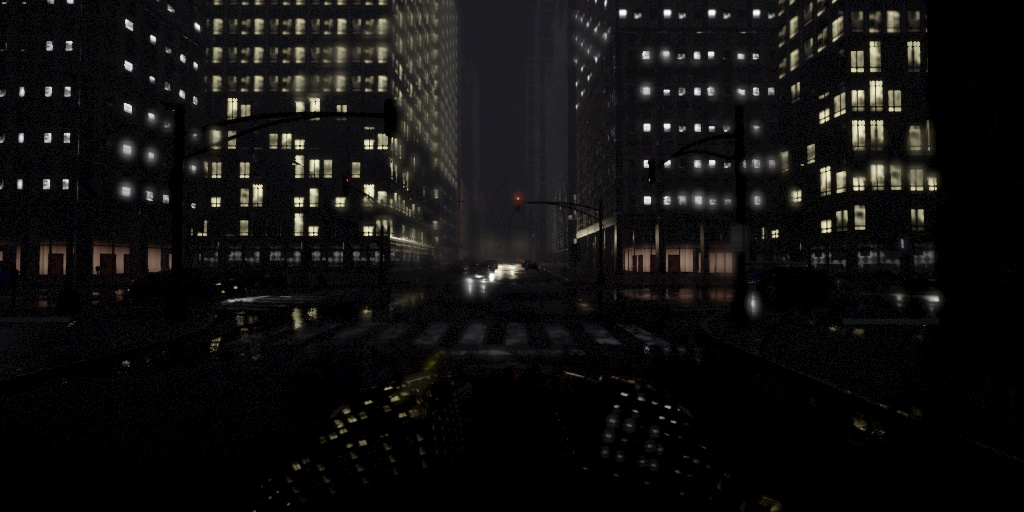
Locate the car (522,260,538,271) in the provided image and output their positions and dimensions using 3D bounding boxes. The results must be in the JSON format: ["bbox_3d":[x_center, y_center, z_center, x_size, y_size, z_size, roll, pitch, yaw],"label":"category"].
[{"bbox_3d":[2.669,1.350,48.792,1.802,1.307,4.207,0,0,0],"label":"car"}]

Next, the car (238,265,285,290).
[{"bbox_3d":[-16.502,1.255,22.134,4.097,1.591,1.967,0,0,0],"label":"car"}]

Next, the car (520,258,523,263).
[{"bbox_3d":[2.665,1.298,60.118,1.751,1.417,4.829,0,0,0],"label":"car"}]

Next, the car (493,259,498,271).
[{"bbox_3d":[-3.119,1.367,44.407,1.895,1.301,4.718,0,0,0],"label":"car"}]

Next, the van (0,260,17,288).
[{"bbox_3d":[-33.447,1.132,22.164,3.998,1.789,1.690,0,0,0],"label":"van"}]

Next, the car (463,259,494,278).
[{"bbox_3d":[-3.117,1.310,34.497,2.033,1.411,5.357,0,0,0],"label":"car"}]

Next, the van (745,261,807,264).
[{"bbox_3d":[15.972,1.210,22.075,3.998,1.789,1.690,0,0,0],"label":"van"}]

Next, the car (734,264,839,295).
[{"bbox_3d":[14.865,1.321,19.503,4.892,1.490,1.837,0,-1,0],"label":"car"}]

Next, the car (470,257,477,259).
[{"bbox_3d":[-5.712,1.083,48.726,2.192,1.841,5.009,0,0,0],"label":"car"}]

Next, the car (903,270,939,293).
[{"bbox_3d":[24.345,1.313,19.482,5.008,1.535,1.882,0,-1,0],"label":"car"}]

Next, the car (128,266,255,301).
[{"bbox_3d":[-14.743,1.270,16.448,4.181,1.385,1.994,0,-1,-2],"label":"car"}]

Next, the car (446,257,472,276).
[{"bbox_3d":[-5.706,1.203,37.576,1.967,1.591,4.097,0,0,0],"label":"car"}]
